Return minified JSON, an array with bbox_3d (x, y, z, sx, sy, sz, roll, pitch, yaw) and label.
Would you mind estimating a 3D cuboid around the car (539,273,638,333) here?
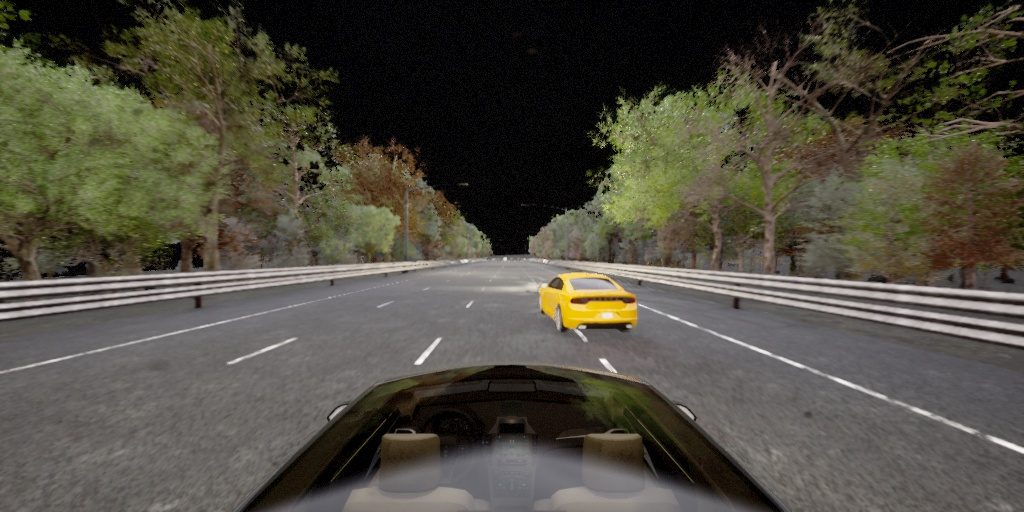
[{"bbox_3d":[2.034,1.259,10.912,1.882,1.535,5.008,0,0,-5],"label":"car"}]
